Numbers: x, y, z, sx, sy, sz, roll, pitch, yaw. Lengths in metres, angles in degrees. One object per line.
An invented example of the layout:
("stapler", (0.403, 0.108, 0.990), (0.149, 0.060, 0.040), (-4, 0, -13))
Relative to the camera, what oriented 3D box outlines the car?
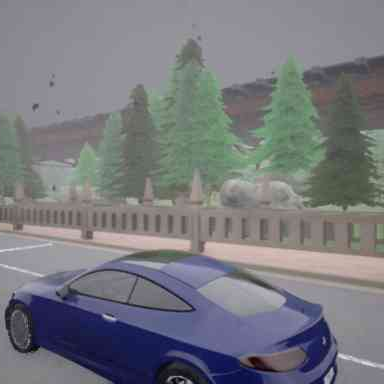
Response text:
("car", (-0.603, 1.522, 4.427), (4.674, 1.442, 1.812), (0, 0, 35))
